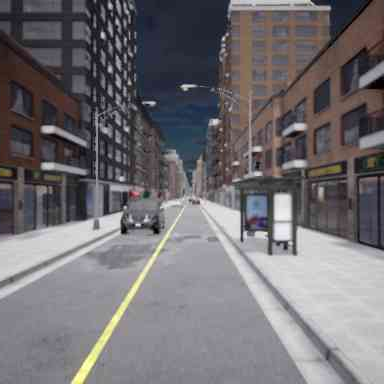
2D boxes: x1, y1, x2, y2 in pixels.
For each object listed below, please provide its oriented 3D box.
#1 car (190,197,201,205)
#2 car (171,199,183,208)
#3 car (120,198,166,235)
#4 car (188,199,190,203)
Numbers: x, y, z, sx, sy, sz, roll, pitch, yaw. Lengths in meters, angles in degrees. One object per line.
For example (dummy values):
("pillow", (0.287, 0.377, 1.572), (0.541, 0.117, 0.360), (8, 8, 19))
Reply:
("car", (0.967, 2.221, 76.253), (1.882, 1.535, 5.008), (0, -1, 0))
("car", (-2.774, 2.107, 61.703), (1.812, 1.442, 4.674), (0, -1, 1))
("car", (-2.847, 1.397, 20.349), (2.150, 2.045, 5.566), (0, 0, 0))
("car", (0.006, 2.346, 94.456), (1.812, 1.442, 4.674), (0, -1, 0))
